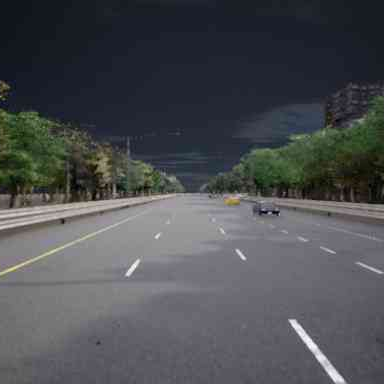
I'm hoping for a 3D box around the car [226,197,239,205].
[{"bbox_3d":[7.087,1.534,58.041,1.882,1.535,5.008,0,0,0],"label":"car"}]

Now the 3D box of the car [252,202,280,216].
[{"bbox_3d":[7.013,1.611,32.112,1.895,1.301,4.718,0,0,0],"label":"car"}]
